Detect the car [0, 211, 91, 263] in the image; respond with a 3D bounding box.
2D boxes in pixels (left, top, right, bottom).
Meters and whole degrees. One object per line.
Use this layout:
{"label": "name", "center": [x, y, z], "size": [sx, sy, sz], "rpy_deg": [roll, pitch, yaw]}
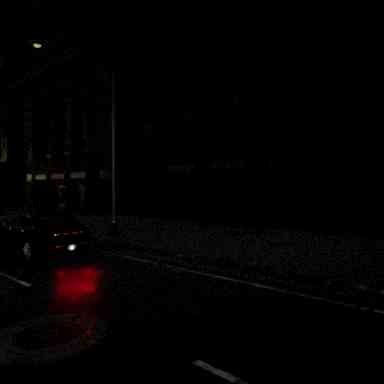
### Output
{"label": "car", "center": [-5.477, 1.441, 11.813], "size": [4.892, 1.490, 1.837], "rpy_deg": [0, 1, 42]}
